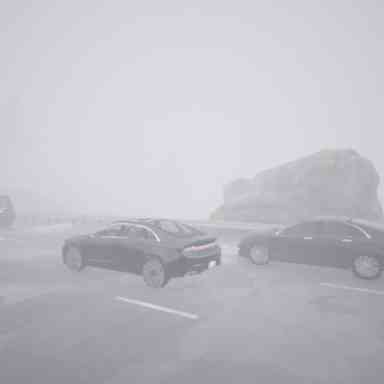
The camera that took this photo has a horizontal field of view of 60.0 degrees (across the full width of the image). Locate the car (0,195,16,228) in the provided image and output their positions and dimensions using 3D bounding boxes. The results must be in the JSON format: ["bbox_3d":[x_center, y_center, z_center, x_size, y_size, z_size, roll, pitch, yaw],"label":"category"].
[{"bbox_3d":[-13.119,1.187,20.158,5.566,2.045,2.150,0,0,29],"label":"car"}]

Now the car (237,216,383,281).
[{"bbox_3d":[3.706,1.480,9.798,4.892,1.490,1.837,0,0,35],"label":"car"}]

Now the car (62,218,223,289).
[{"bbox_3d":[-1.541,1.472,9.109,4.902,1.511,2.128,0,0,34],"label":"car"}]
